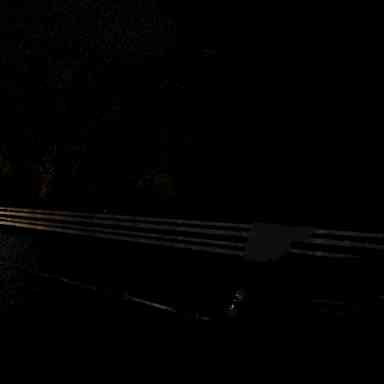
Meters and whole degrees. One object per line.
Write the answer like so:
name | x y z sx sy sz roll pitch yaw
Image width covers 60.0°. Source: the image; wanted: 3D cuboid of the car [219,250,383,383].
car | 2.980 1.234 3.027 5.566 2.045 2.150 0 0 35
